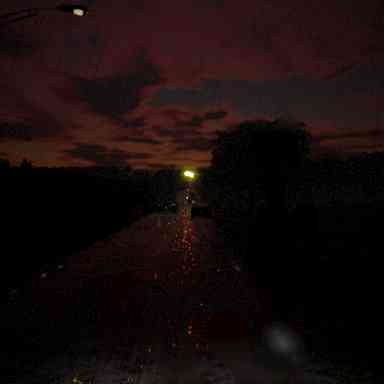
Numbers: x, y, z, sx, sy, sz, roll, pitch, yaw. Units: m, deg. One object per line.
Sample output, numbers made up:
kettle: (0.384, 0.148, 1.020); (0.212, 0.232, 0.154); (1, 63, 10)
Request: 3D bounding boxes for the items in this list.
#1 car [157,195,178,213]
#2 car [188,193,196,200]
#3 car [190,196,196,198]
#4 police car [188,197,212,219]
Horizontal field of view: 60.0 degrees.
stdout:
car: (-2.820, 1.382, 39.273); (2.150, 2.045, 5.566); (0, 0, 0)
car: (0.851, 1.468, 47.398); (2.097, 1.767, 4.553); (0, 0, 0)
car: (0.848, 1.602, 41.616); (1.801, 1.575, 5.366); (0, 0, 0)
police car: (0.843, 1.598, 31.536); (1.930, 1.638, 5.238); (0, 0, 0)
